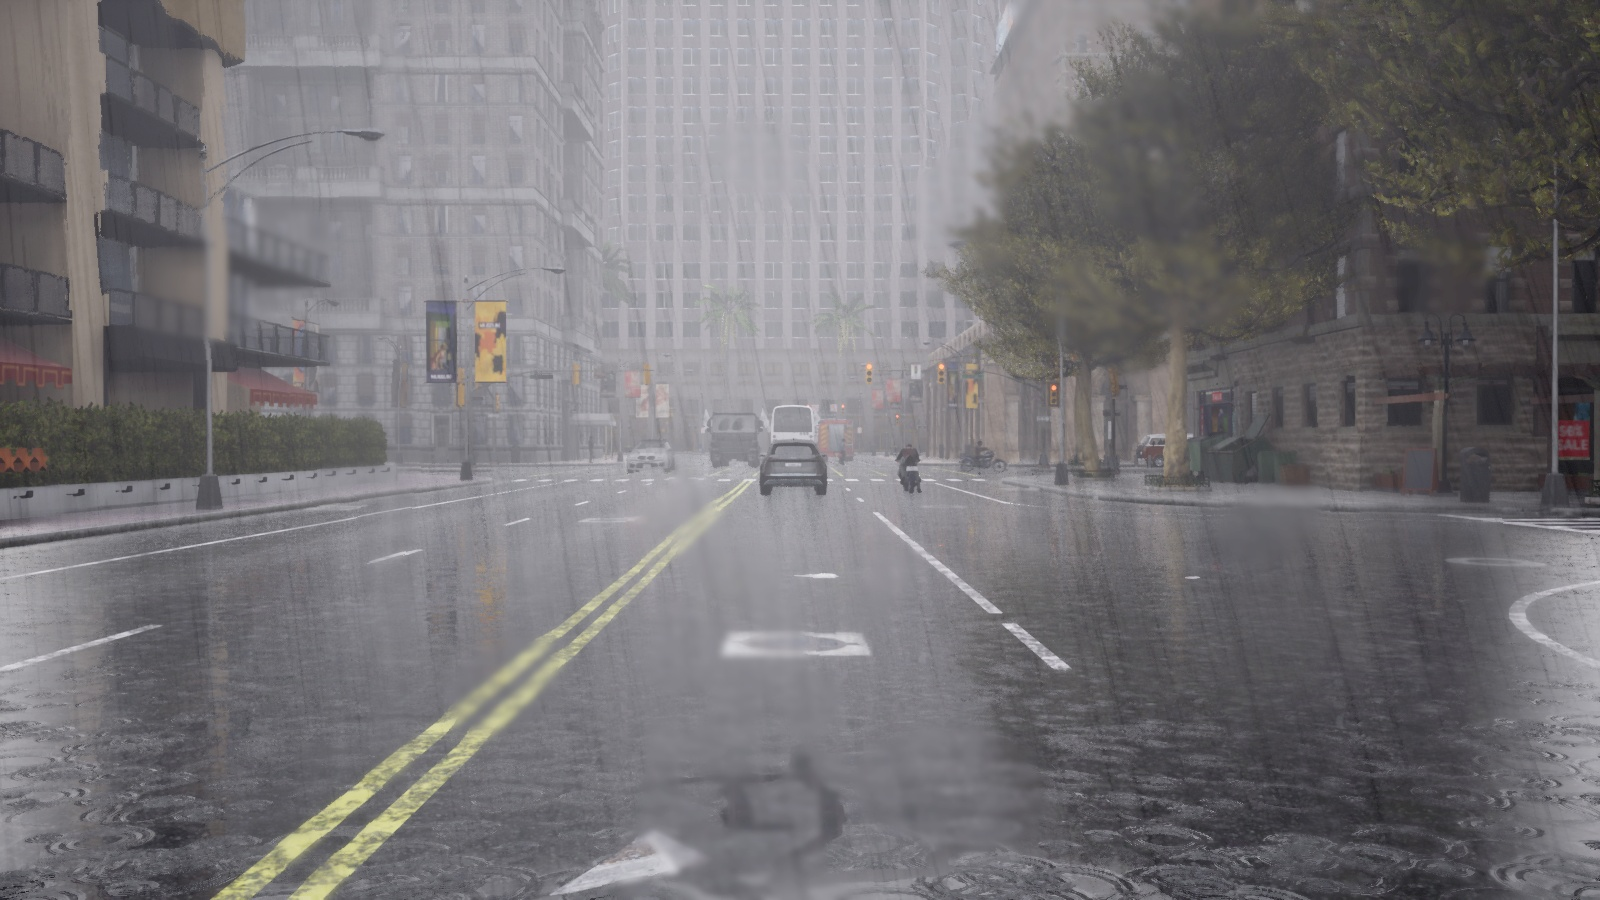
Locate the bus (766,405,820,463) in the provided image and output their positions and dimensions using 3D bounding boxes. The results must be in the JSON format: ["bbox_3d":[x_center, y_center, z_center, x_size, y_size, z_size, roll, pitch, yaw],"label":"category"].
[{"bbox_3d":[-0.563,-1.176,96.592,3.944,4.253,10.273,0,0,0],"label":"bus"}]

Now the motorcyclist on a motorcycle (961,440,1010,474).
[{"bbox_3d":[9.320,0.348,63.165,2.350,1.649,0.766,0,0,19],"label":"motorcyclist on a motorcycle"}]

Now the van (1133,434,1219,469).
[{"bbox_3d":[22.090,0.071,73.871,4.480,2.038,2.069,0,0,1],"label":"van"}]

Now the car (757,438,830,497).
[{"bbox_3d":[-0.196,0.465,37.376,2.033,1.649,4.856,0,0,0],"label":"car"}]

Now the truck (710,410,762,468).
[{"bbox_3d":[-3.949,-0.683,78.711,2.891,3.462,7.936,0,0,0],"label":"truck"}]

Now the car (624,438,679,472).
[{"bbox_3d":[-7.352,0.231,62.732,2.242,1.667,4.611,0,0,0],"label":"car"}]

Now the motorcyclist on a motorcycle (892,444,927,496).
[{"bbox_3d":[3.298,0.569,38.045,0.866,1.530,2.191,0,0,0],"label":"motorcyclist on a motorcycle"}]
